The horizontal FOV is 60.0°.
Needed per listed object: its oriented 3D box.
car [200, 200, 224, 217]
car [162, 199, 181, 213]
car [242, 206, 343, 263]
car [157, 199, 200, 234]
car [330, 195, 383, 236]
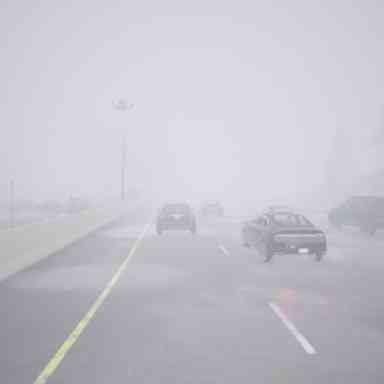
[{"bbox_3d":[1.702,1.486,30.708,2.128,1.511,4.902,0,0,-4],"label":"car"},{"bbox_3d":[-2.405,1.551,38.346,2.033,1.411,5.357,0,0,-4],"label":"car"},{"bbox_3d":[3.080,1.484,12.011,2.128,1.511,4.902,0,0,-3],"label":"car"},{"bbox_3d":[-0.950,1.353,19.452,2.097,1.767,4.553,0,0,-4],"label":"car"},{"bbox_3d":[9.676,1.199,18.277,2.150,2.045,5.566,0,0,-4],"label":"car"}]
